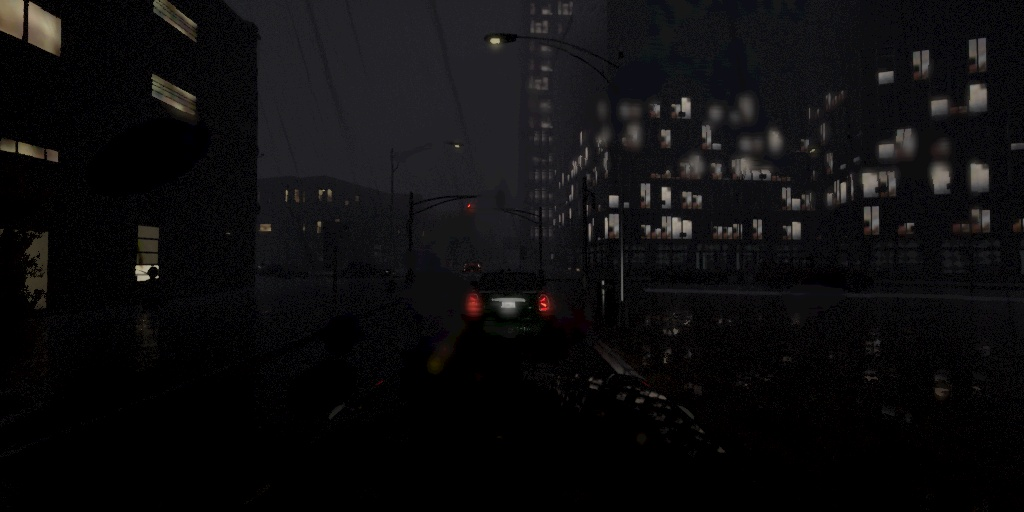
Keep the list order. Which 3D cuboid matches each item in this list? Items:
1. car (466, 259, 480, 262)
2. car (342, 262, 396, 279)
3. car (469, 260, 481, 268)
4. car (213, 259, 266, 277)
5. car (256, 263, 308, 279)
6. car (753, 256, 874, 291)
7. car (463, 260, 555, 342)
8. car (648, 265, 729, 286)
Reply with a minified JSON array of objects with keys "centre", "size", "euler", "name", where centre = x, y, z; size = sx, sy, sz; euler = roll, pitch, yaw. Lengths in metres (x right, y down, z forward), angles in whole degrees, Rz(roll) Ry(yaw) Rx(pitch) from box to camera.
[{"centre":[-4.724,1.112,42.737],"size":[2.097,1.767,4.553],"euler":[0,0,-5],"name":"car"},{"centre":[-12.767,1.277,32.098],"size":[4.892,1.490,1.837],"euler":[1,-1,13],"name":"car"},{"centre":[-6.423,1.367,62.577],"size":[1.895,1.301,4.718],"euler":[0,0,-4],"name":"car"},{"centre":[-28.056,1.180,36.963],"size":[4.553,1.767,2.097],"euler":[0,-1,19],"name":"car"},{"centre":[-20.166,1.321,31.691],"size":[4.313,1.339,1.948],"euler":[0,0,19],"name":"car"},{"centre":[16.022,0.931,19.378],"size":[5.009,1.841,2.192],"euler":[0,0,19],"name":"car"},{"centre":[-0.088,1.105,9.990],"size":[2.097,1.767,4.553],"euler":[0,0,-1],"name":"car"},{"centre":[11.513,1.280,23.639],"size":[4.718,1.301,1.895],"euler":[0,-1,19],"name":"car"}]
